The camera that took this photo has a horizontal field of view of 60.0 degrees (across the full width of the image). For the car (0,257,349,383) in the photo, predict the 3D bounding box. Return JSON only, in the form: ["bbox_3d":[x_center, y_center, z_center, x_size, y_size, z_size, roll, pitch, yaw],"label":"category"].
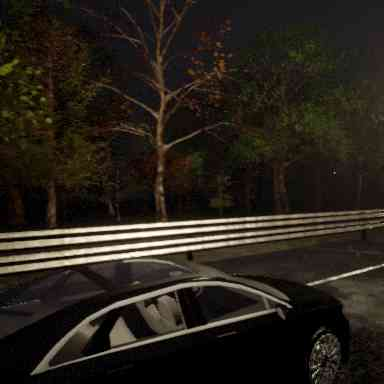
[{"bbox_3d":[-0.241,1.489,3.567,4.902,1.511,2.128,0,0,-36],"label":"car"}]
